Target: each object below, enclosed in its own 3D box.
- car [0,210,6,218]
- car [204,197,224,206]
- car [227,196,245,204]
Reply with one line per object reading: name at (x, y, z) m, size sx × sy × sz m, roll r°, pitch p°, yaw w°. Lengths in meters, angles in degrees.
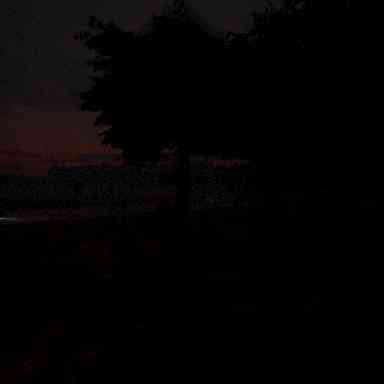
car at (-16.746, 1.514, 24.308) m, size 2.033 × 1.411 × 5.357 m, roll 3°, pitch 2°, yaw 35°
car at (3.711, 1.509, 56.177) m, size 1.812 × 1.442 × 4.674 m, roll 3°, pitch 1°, yaw 31°
car at (8.516, 1.545, 64.555) m, size 2.033 × 1.411 × 5.357 m, roll 3°, pitch 1°, yaw 29°
